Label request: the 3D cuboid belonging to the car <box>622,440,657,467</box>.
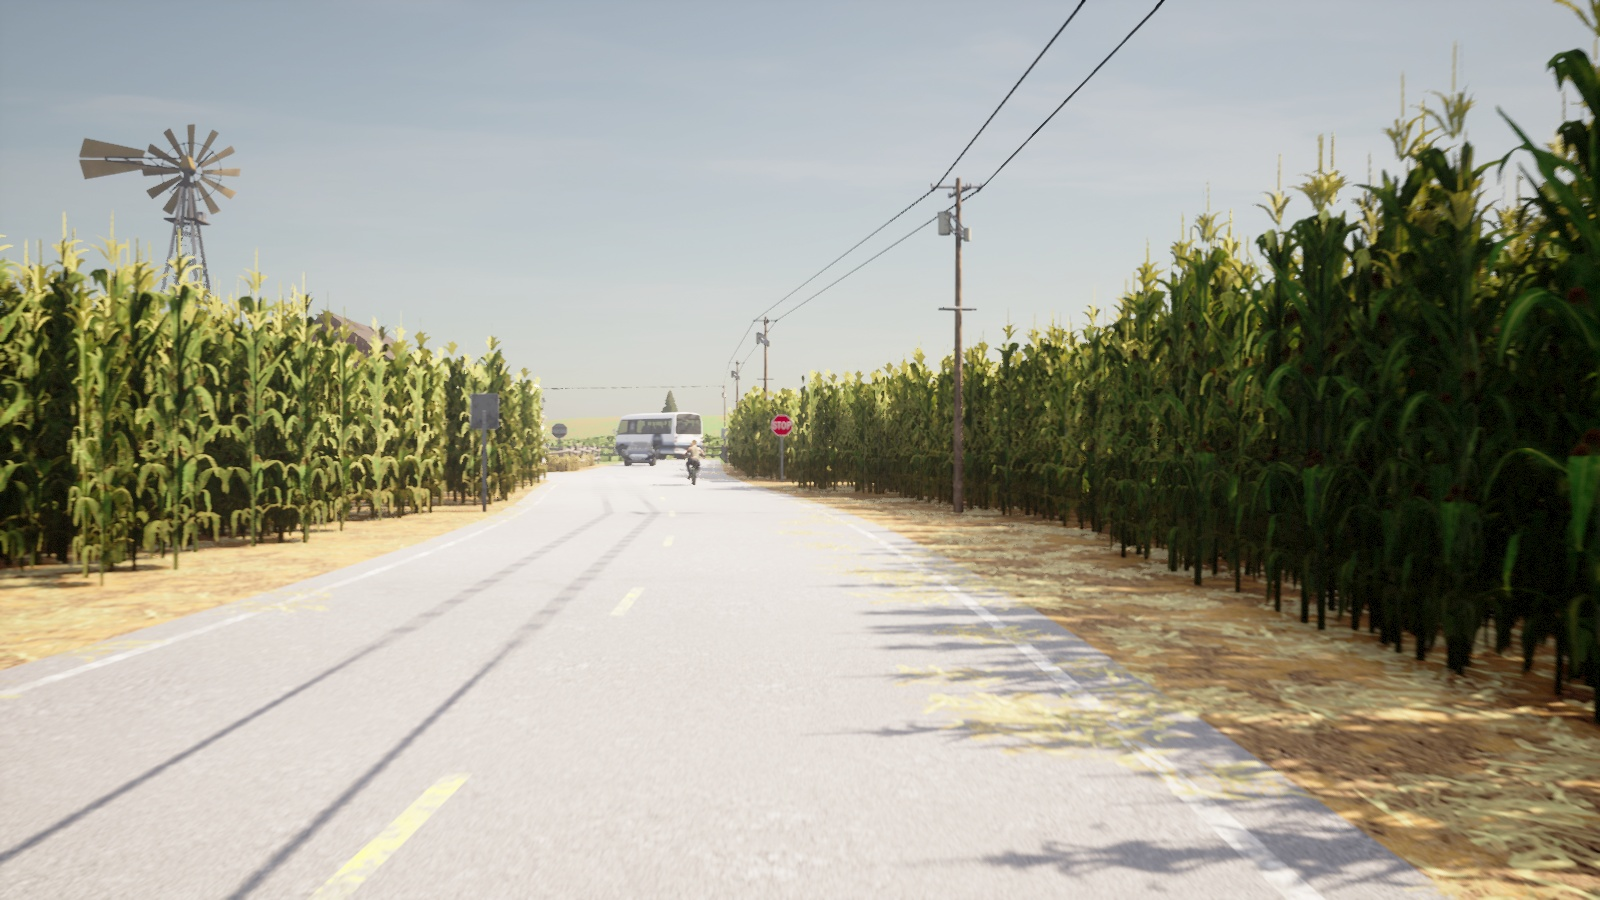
[{"bbox_3d":[-10.453,0.206,82.007,2.033,1.649,4.856,0,0,-4],"label":"car"}]
